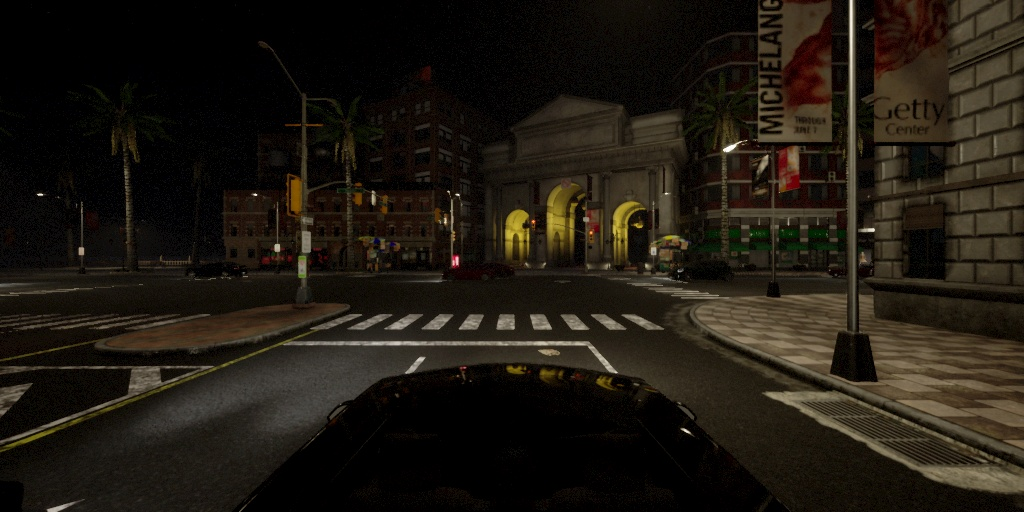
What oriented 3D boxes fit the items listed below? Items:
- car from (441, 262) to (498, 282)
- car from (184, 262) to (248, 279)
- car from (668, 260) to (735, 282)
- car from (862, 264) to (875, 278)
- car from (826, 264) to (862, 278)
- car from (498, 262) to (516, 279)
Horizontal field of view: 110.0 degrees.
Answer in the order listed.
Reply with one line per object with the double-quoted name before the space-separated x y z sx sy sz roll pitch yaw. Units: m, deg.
"car" -3.439 1.317 28.446 4.181 1.385 1.994 0 0 0
"car" -26.412 1.258 32.087 4.892 1.490 1.837 0 0 0
"car" 14.847 1.105 28.323 4.553 1.767 2.097 0 0 0
"car" 30.989 1.105 28.118 4.553 1.767 2.097 0 0 2
"car" 30.858 1.354 31.662 4.718 1.301 1.895 0 0 1
"car" -1.998 1.279 31.937 4.674 1.442 1.812 0 0 0
